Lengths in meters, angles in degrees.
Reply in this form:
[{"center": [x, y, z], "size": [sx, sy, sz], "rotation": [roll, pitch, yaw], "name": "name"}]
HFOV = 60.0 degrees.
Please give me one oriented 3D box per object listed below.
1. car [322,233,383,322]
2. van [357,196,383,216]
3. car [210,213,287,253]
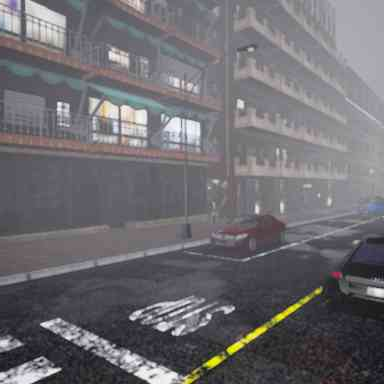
[{"center": [4.207, 1.546, 6.774], "size": [1.994, 1.385, 4.181], "rotation": [0, 0, 39], "name": "car"}, {"center": [16.622, 1.259, 30.824], "size": [1.690, 1.788, 3.998], "rotation": [-1, 0, 39], "name": "van"}, {"center": [2.445, 1.545, 13.558], "size": [1.802, 1.307, 4.206], "rotation": [-1, 0, 39], "name": "car"}]
